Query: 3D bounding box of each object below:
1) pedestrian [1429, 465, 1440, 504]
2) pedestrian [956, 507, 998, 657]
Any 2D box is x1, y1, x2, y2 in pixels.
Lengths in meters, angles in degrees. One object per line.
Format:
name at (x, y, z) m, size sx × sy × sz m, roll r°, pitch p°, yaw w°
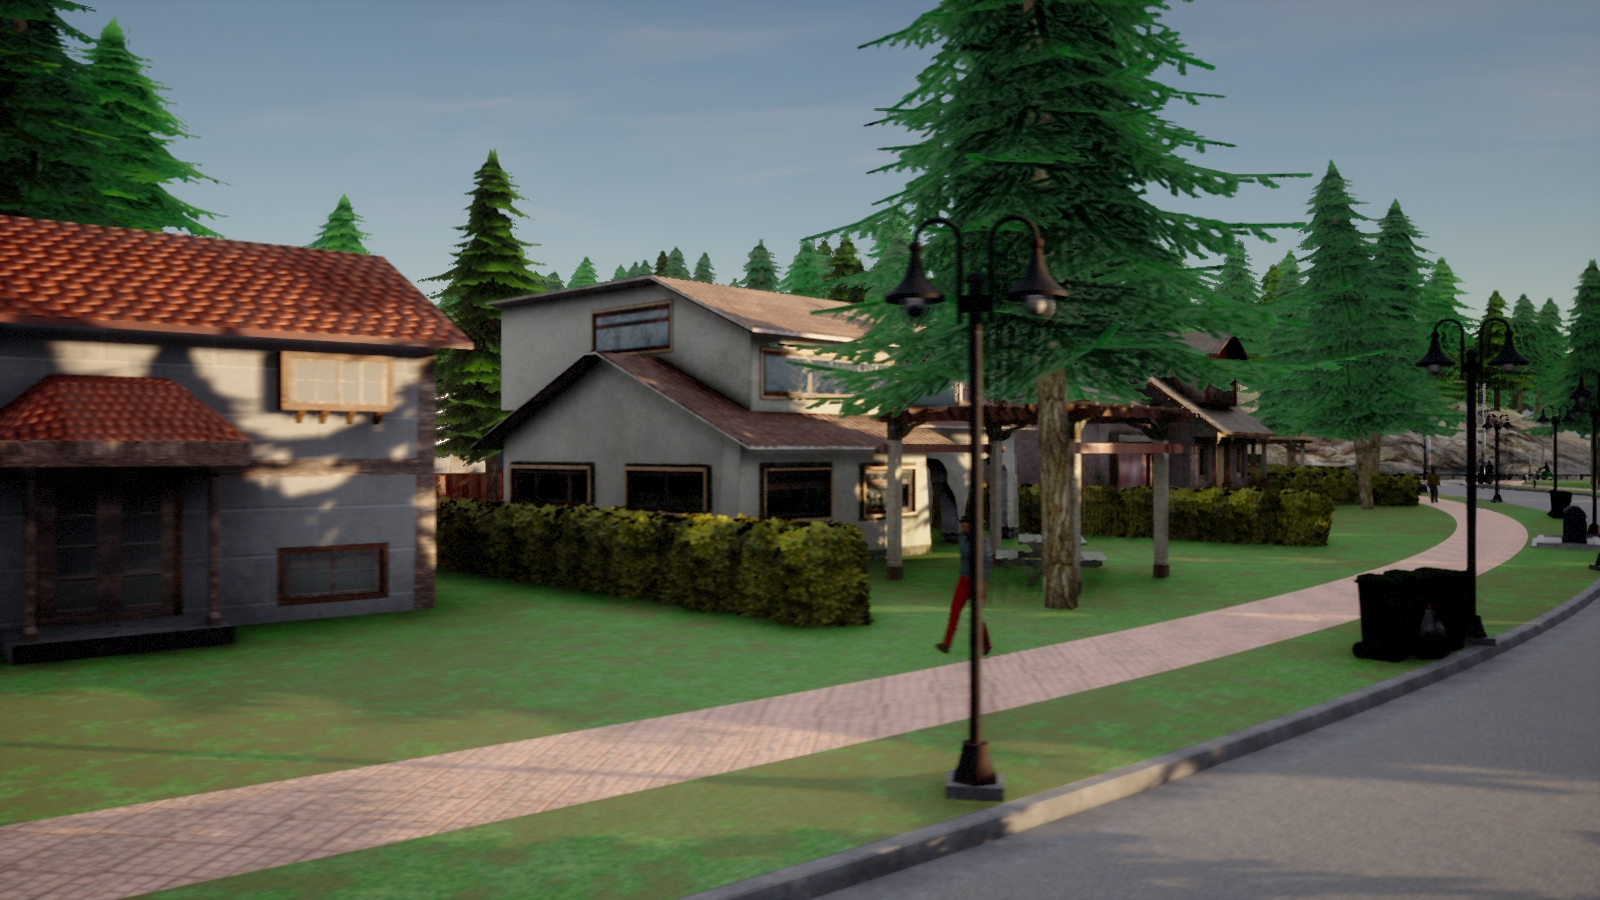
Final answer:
pedestrian at (30.872, 1.669, 55.599) m, size 0.375 × 1.860 × 0.375 m, roll 0°, pitch 0°, yaw 15°
pedestrian at (2.257, 1.666, 14.590) m, size 0.375 × 1.860 × 0.375 m, roll 0°, pitch 0°, yaw -43°
